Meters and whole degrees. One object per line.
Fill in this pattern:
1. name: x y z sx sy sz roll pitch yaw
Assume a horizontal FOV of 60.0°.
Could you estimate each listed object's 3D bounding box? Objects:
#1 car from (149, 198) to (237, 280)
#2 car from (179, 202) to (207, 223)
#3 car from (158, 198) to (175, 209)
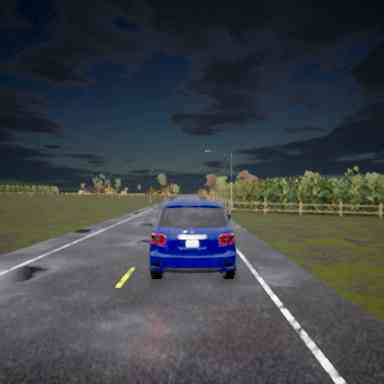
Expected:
1. car: 0.048 1.226 10.102 2.150 2.045 5.566 0 0 1
2. car: 0.063 1.552 26.738 2.033 1.411 5.357 0 0 0
3. car: -3.590 1.570 47.592 1.994 1.385 4.181 0 0 0
